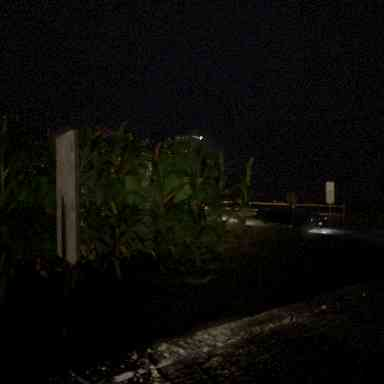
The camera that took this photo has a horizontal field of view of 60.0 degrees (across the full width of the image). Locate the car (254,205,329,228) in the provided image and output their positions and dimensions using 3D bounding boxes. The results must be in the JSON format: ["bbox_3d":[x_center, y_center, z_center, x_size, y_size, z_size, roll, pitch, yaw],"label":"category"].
[{"bbox_3d":[6.651,1.597,23.030,2.033,1.411,5.357,-1,0,-31],"label":"car"}]
